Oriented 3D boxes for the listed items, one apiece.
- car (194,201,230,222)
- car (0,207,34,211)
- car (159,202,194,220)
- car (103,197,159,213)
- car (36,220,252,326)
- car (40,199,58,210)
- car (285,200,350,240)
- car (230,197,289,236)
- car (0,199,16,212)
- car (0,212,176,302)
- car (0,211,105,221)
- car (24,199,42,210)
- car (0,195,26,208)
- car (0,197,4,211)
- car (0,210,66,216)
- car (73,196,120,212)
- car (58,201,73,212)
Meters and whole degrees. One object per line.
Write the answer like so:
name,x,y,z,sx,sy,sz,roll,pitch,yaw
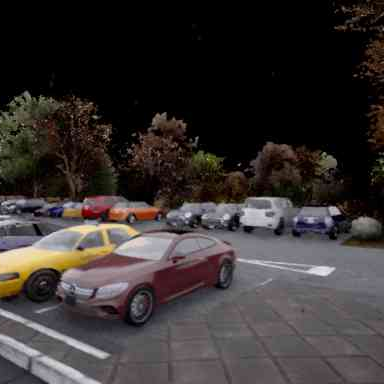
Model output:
car,2.465,1.451,21.358,2.185,1.767,4.553,0,0,36
car,-9.621,1.623,13.860,2.163,1.488,4.792,0,0,36
car,0.203,1.459,22.983,2.185,1.767,4.553,0,0,36
car,-4.256,1.477,26.108,2.185,1.767,4.553,0,0,36
car,-0.668,1.599,7.484,2.002,1.452,4.674,0,-1,36
car,-11.019,1.629,31.012,2.097,1.535,5.008,0,0,36
car,7.055,1.432,17.984,2.185,1.767,4.553,0,0,36
car,4.827,1.316,19.658,2.435,2.045,5.566,0,0,36
car,-24.592,1.673,40.761,2.097,1.535,5.008,0,0,36
car,-2.931,1.564,8.862,1.946,1.575,5.366,0,0,36
car,-5.066,1.605,10.660,2.163,1.488,4.792,0,0,36
car,-13.302,1.667,32.609,2.163,1.488,4.792,0,0,36
car,-17.790,1.527,35.907,2.185,1.767,4.553,0,0,36
car,-26.875,1.554,42.356,2.185,1.767,4.553,0,0,36
car,-7.342,1.625,12.262,2.002,1.452,4.674,0,0,36
car,-6.584,1.360,27.855,2.435,2.045,5.566,0,0,36
car,-8.753,1.617,29.606,1.946,1.575,5.366,0,0,36
